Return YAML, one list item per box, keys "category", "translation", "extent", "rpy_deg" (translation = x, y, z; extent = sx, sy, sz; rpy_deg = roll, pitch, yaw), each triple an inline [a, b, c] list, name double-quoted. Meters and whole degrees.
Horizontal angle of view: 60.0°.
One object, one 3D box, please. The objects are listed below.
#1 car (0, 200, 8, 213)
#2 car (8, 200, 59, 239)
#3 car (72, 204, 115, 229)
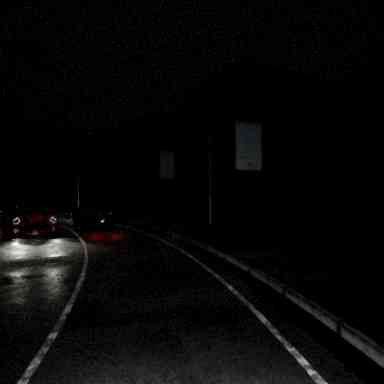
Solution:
- category: "car"
  translation: [-19.294, 1.510, 35.384]
  extent: [5.357, 1.411, 2.033]
  rpy_deg: [0, -1, 35]
- category: "car"
  translation: [-8.311, 1.341, 17.403]
  extent: [2.097, 1.767, 4.553]
  rpy_deg: [0, 0, -28]
- category: "car"
  translation: [-6.455, 1.501, 21.590]
  extent: [2.128, 1.511, 4.902]
  rpy_deg: [1, 0, -30]
